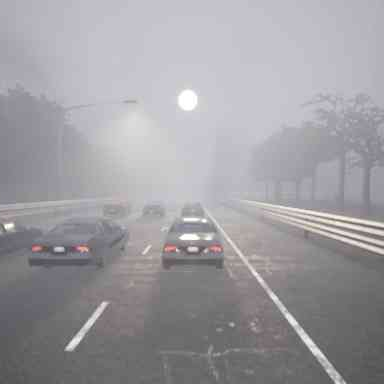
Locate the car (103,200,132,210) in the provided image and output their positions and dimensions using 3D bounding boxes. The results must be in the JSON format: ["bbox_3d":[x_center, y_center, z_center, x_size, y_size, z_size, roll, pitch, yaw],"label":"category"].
[{"bbox_3d":[-6.932,1.470,31.407,1.882,1.535,5.008,0,0,0],"label":"car"}]

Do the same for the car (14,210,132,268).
[{"bbox_3d":[-3.459,1.548,11.213,2.033,1.411,5.357,0,0,0],"label":"car"}]

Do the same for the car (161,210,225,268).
[{"bbox_3d":[0.042,1.548,11.227,2.033,1.411,5.357,0,0,0],"label":"car"}]

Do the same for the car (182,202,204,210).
[{"bbox_3d":[0.066,1.557,30.557,1.994,1.385,4.181,0,0,0],"label":"car"}]

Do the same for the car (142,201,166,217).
[{"bbox_3d":[-3.434,1.518,30.988,1.812,1.442,4.674,0,0,0],"label":"car"}]

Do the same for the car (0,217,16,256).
[{"bbox_3d":[-6.959,1.548,11.223,2.033,1.411,5.357,0,0,0],"label":"car"}]
